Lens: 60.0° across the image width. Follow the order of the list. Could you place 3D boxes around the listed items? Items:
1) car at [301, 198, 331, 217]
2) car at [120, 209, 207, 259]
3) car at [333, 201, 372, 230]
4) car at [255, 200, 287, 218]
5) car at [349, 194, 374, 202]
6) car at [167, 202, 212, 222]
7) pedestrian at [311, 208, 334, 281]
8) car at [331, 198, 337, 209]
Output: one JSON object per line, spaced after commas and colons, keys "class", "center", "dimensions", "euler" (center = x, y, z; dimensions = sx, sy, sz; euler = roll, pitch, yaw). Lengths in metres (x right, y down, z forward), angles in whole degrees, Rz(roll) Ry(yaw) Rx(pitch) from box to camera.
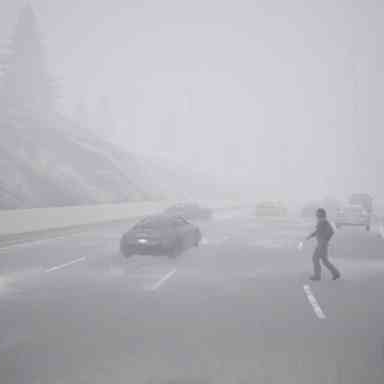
{"class": "car", "center": [11.273, 1.525, 30.440], "dimensions": [1.812, 1.442, 4.674], "euler": [0, 0, 28]}
{"class": "car", "center": [-1.025, 1.564, 12.716], "dimensions": [1.994, 1.385, 4.181], "euler": [0, 0, 16]}
{"class": "car", "center": [10.343, 1.525, 21.300], "dimensions": [1.812, 1.442, 4.674], "euler": [0, 0, 27]}
{"class": "car", "center": [7.290, 1.477, 30.423], "dimensions": [1.882, 1.535, 5.008], "euler": [0, 0, 28]}
{"class": "car", "center": [17.975, 1.220, 35.441], "dimensions": [2.150, 2.045, 5.566], "euler": [0, 0, 29]}
{"class": "car", "center": [-0.198, 1.491, 23.889], "dimensions": [2.128, 1.511, 4.902], "euler": [0, 0, 27]}
{"class": "pedestrian", "center": [3.267, 1.294, 8.335], "dimensions": [0.375, 1.860, 0.375], "euler": [0, 0, 13]}
{"class": "car", "center": [17.200, 1.525, 41.302], "dimensions": [1.812, 1.442, 4.674], "euler": [0, 0, 28]}
